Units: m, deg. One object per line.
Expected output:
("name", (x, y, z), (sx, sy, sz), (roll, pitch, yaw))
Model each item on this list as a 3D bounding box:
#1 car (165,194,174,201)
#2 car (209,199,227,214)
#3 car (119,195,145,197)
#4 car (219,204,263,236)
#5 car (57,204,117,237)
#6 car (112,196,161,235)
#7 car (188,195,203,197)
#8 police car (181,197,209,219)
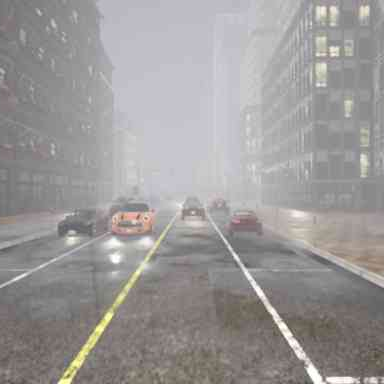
("car", (-5.650, 1.304, 83.474), (2.192, 1.841, 5.009), (0, 0, 0))
("car", (2.720, 1.390, 34.495), (1.967, 1.590, 4.097), (1, 0, 0))
("car", (-5.672, 1.269, 28.976), (2.192, 1.841, 5.009), (1, 0, 0))
("car", (2.706, 1.550, 17.925), (1.802, 1.307, 4.206), (1, 0, 0))
("car", (-5.675, 1.534, 17.929), (1.947, 1.339, 4.313), (1, 0, 0))
("car", (-3.092, 1.319, 18.639), (2.097, 1.767, 4.553), (0, 0, 0))
("car", (0.081, 1.299, 44.790), (2.097, 1.767, 4.553), (0, 0, 0))
("police car", (0.108, 1.458, 28.510), (2.038, 1.542, 4.974), (0, 0, 0))
